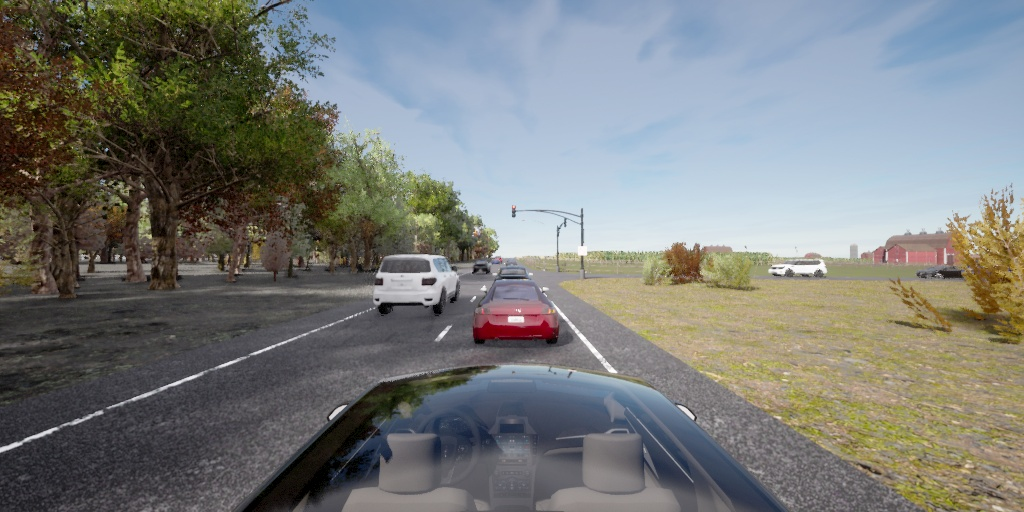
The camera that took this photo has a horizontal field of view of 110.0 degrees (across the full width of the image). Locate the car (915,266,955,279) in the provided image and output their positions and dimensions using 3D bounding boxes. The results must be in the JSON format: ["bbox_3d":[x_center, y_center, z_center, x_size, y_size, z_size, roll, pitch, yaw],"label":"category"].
[{"bbox_3d":[49.121,1.871,40.926,4.892,1.490,1.837,1,-1,1],"label":"car"}]

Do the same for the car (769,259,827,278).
[{"bbox_3d":[32.657,1.409,41.002,5.566,2.045,2.150,1,-1,0],"label":"car"}]

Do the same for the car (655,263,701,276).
[{"bbox_3d":[18.877,1.512,41.014,5.008,1.535,1.882,1,-1,0],"label":"car"}]

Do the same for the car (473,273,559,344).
[{"bbox_3d":[0.073,1.320,9.631,1.994,1.385,4.181,0,0,0],"label":"car"}]

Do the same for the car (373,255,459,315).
[{"bbox_3d":[-3.442,0.980,13.847,2.150,2.045,5.566,0,0,0],"label":"car"}]

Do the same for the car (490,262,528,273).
[{"bbox_3d":[0.045,1.267,18.543,1.837,1.490,4.892,0,0,0],"label":"car"}]

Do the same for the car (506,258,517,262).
[{"bbox_3d":[-0.083,1.348,61.527,1.994,1.385,4.181,0,0,-1],"label":"car"}]

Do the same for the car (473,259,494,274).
[{"bbox_3d":[-3.546,1.283,42.604,1.837,1.490,4.892,0,0,0],"label":"car"}]

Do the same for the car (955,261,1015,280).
[{"bbox_3d":[50.579,1.541,37.375,5.566,2.045,2.150,1,-1,1],"label":"car"}]
